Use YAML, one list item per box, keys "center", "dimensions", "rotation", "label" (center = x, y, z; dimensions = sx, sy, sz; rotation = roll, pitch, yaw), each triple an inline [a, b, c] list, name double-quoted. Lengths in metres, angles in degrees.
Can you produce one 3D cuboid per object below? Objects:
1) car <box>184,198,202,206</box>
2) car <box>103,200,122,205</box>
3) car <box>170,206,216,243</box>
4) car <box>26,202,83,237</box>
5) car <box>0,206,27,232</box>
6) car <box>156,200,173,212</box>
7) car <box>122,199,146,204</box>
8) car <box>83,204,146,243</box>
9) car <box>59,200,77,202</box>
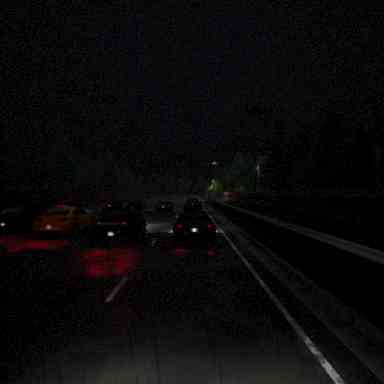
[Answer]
- center: [0.109, 1.476, 40.484]
  dimensions: [2.097, 1.767, 4.553]
  rotation: [0, 0, 0]
  label: "car"
- center: [-10.390, 1.701, 43.974]
  dimensions: [1.994, 1.385, 4.181]
  rotation: [0, 0, 0]
  label: "car"
- center: [0.102, 1.615, 16.349]
  dimensions: [1.994, 1.385, 4.181]
  rotation: [0, 0, 0]
  label: "car"
- center: [-6.896, 1.536, 18.478]
  dimensions: [1.882, 1.535, 5.008]
  rotation: [0, 0, 0]
  label: "car"
- center: [-10.393, 1.591, 20.686]
  dimensions: [1.812, 1.442, 4.674]
  rotation: [0, 0, 0]
  label: "car"
- center: [-3.393, 1.692, 41.418]
  dimensions: [1.994, 1.385, 4.181]
  rotation: [0, 0, 0]
  label: "car"
- center: [-6.891, 1.634, 41.173]
  dimensions: [1.837, 1.490, 4.892]
  rotation: [0, 0, 0]
  label: "car"
- center: [-3.398, 1.543, 16.322]
  dimensions: [2.128, 1.511, 4.902]
  rotation: [0, 0, 0]
  label: "car"
- center: [-13.890, 1.624, 37.517]
  dimensions: [1.837, 1.490, 4.892]
  rotation: [0, 0, 0]
  label: "car"
